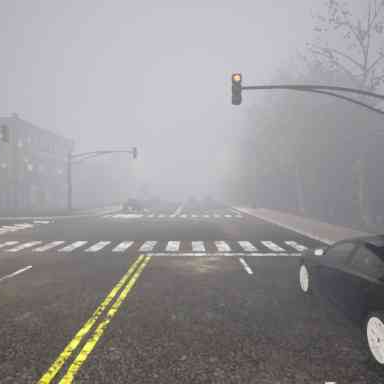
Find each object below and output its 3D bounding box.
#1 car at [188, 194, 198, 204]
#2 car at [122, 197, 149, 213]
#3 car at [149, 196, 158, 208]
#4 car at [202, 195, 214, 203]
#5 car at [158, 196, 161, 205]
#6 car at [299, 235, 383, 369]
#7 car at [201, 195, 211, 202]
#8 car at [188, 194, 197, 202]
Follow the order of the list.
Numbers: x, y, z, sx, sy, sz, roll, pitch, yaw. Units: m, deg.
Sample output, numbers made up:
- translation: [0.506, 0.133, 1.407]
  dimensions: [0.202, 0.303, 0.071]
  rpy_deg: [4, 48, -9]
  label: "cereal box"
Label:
- translation: [0.136, 1.524, 64.482]
  dimensions: [2.033, 1.411, 5.357]
  rpy_deg: [0, 0, 0]
  label: "car"
- translation: [-6.571, 1.481, 37.630]
  dimensions: [2.128, 1.511, 4.902]
  rpy_deg: [0, 0, 0]
  label: "car"
- translation: [-6.564, 1.476, 47.093]
  dimensions: [2.128, 1.511, 4.902]
  rpy_deg: [0, 0, 0]
  label: "car"
- translation: [3.385, 1.480, 65.715]
  dimensions: [1.837, 1.490, 4.892]
  rpy_deg: [0, 0, 0]
  label: "car"
- translation: [-6.548, 1.458, 58.254]
  dimensions: [1.882, 1.535, 5.008]
  rpy_deg: [0, 0, 1]
  label: "car"
- translation: [3.345, 1.477, 5.677]
  dimensions: [1.882, 1.535, 5.008]
  rpy_deg: [0, 0, 1]
  label: "car"
- translation: [3.291, 1.494, 79.192]
  dimensions: [2.128, 1.511, 4.902]
  rpy_deg: [0, 0, 0]
  label: "car"
- translation: [0.043, 1.324, 79.136]
  dimensions: [2.097, 1.767, 4.553]
  rpy_deg: [0, 0, 0]
  label: "car"
